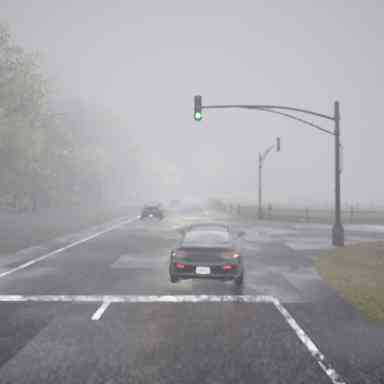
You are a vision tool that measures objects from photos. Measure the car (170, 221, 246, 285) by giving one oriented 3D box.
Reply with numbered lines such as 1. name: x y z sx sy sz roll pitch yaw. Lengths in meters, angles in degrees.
1. car: 0.572 1.579 9.645 1.812 1.442 4.674 0 0 8

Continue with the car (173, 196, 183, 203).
1. car: -3.495 1.790 83.918 2.097 1.767 4.553 0 0 0

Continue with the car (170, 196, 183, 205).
1. car: -3.394 1.856 67.357 1.837 1.490 4.892 0 -1 -1

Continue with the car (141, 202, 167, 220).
1. car: -3.398 1.667 29.875 1.837 1.490 4.892 0 0 0
